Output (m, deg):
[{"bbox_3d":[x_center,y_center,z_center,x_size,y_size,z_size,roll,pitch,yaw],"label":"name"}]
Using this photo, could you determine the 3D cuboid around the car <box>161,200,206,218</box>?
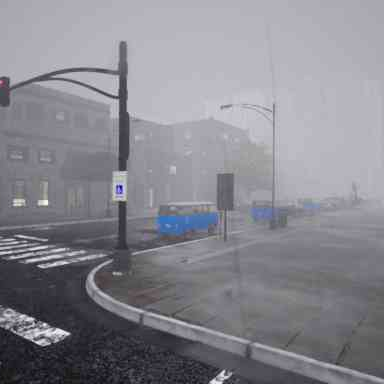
[{"bbox_3d":[-0.691,1.558,31.381,1.752,1.417,4.829,0,0,35],"label":"car"}]

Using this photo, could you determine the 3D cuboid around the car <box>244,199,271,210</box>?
[{"bbox_3d":[8.933,1.629,45.073,1.887,1.381,4.507,0,0,35],"label":"car"}]

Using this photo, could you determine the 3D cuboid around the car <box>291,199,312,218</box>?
[{"bbox_3d":[9.427,1.655,31.203,1.887,1.381,4.507,0,0,35],"label":"car"}]

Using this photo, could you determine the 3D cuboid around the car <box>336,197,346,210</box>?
[{"bbox_3d":[18.953,1.729,44.755,1.947,1.339,4.313,0,0,35],"label":"car"}]

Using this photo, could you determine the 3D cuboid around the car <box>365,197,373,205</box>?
[{"bbox_3d":[34.832,1.810,67.342,1.887,1.381,4.507,0,0,35],"label":"car"}]

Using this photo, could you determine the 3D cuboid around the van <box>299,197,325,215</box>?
[{"bbox_3d":[12.604,1.469,35.721,1.690,1.788,3.998,0,0,35],"label":"van"}]

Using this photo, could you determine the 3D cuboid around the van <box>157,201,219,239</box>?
[{"bbox_3d":[-0.099,1.407,17.652,1.690,1.788,3.998,0,0,35],"label":"van"}]

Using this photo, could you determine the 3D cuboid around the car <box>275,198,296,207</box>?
[{"bbox_3d":[15.284,1.665,54.107,1.887,1.381,4.507,0,0,35],"label":"car"}]

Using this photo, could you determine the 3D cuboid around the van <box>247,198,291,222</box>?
[{"bbox_3d":[6.252,1.436,26.687,1.690,1.788,3.998,0,0,35],"label":"van"}]

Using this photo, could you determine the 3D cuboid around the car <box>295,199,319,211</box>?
[{"bbox_3d":[15.285,1.699,44.033,1.994,1.385,4.181,1,0,35],"label":"car"}]

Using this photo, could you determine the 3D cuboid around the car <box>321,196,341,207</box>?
[{"bbox_3d":[22.979,1.533,54.976,2.097,1.767,4.553,1,0,35],"label":"car"}]

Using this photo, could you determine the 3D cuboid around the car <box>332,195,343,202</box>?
[{"bbox_3d":[37.513,1.712,85.727,1.967,1.590,4.097,0,0,35],"label":"car"}]

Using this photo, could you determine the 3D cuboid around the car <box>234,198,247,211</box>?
[{"bbox_3d":[5.758,1.506,40.556,1.967,1.590,4.097,0,0,35],"label":"car"}]

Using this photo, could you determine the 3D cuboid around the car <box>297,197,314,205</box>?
[{"bbox_3d":[21.635,1.705,63.141,1.887,1.381,4.507,0,0,35],"label":"car"}]

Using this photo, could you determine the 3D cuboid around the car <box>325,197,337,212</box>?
[{"bbox_3d":[15.876,1.671,40.378,1.752,1.417,4.829,0,0,35],"label":"car"}]

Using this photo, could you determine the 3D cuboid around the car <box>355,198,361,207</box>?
[{"bbox_3d":[25.307,1.517,53.791,2.192,1.841,5.009,0,0,35],"label":"car"}]

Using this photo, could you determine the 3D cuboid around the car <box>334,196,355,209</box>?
[{"bbox_3d":[22.131,1.497,49.273,2.192,1.841,5.009,0,0,35],"label":"car"}]

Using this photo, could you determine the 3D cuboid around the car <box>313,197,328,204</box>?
[{"bbox_3d":[27.888,1.728,72.036,1.752,1.417,4.829,0,0,35],"label":"car"}]

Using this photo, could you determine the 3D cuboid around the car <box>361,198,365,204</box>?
[{"bbox_3d":[28.579,1.748,58.447,1.752,1.417,4.829,0,0,35],"label":"car"}]

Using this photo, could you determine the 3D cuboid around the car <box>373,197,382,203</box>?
[{"bbox_3d":[44.359,1.899,80.893,1.947,1.339,4.313,0,0,35],"label":"car"}]

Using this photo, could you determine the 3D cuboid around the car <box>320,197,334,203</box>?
[{"bbox_3d":[31.161,1.792,76.693,1.947,1.339,4.313,0,0,35],"label":"car"}]
